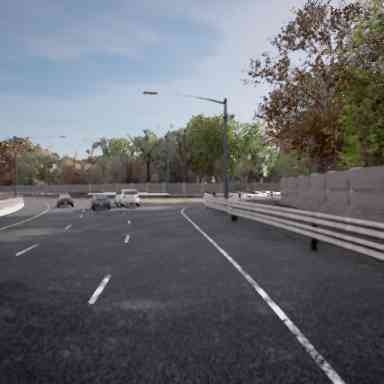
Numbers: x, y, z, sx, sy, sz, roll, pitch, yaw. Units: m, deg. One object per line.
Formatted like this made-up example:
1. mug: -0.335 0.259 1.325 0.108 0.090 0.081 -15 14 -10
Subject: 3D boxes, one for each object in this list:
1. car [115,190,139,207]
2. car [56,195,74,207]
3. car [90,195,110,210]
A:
1. car: -8.035 0.731 41.008 2.150 2.045 5.566 0 1 -22
2. car: -15.979 1.073 41.717 1.812 1.442 4.674 0 1 -24
3. car: -9.983 1.077 36.076 2.128 1.511 4.902 0 1 -20
